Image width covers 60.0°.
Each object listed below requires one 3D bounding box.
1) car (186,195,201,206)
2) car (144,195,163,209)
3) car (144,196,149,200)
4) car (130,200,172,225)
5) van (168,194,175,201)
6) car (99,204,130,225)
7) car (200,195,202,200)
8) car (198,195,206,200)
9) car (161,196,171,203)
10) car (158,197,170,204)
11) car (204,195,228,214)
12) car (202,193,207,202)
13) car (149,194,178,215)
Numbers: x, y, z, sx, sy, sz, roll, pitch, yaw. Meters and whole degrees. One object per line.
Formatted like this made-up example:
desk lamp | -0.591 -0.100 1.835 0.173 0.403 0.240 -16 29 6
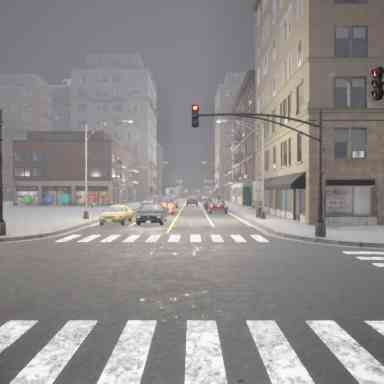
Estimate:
car | 0.047 1.509 54.009 1.837 1.490 4.892 0 0 0
car | -5.348 1.318 46.720 2.192 1.841 5.009 0 0 0
car | -5.353 1.553 41.058 2.008 1.369 4.403 0 0 0
car | -2.828 1.549 24.183 2.033 1.411 5.357 0 0 0
van | -5.313 1.351 86.353 1.690 1.788 3.998 0 0 0
car | -5.368 1.526 23.902 1.752 1.417 4.829 0 0 0
car | 2.682 1.530 52.544 1.752 1.417 4.829 0 0 0
car | 2.717 1.577 92.008 1.947 1.339 4.313 0 0 0
car | -5.328 1.532 69.197 1.752 1.417 4.829 0 0 0
car | -5.333 1.587 63.706 1.802 1.307 4.206 0 0 0
car | 2.667 1.442 35.388 1.967 1.590 4.097 0 0 0
car | 2.672 1.318 41.050 2.192 1.841 5.009 0 0 0
car | -2.823 1.354 33.831 2.097 1.767 4.553 0 0 0
